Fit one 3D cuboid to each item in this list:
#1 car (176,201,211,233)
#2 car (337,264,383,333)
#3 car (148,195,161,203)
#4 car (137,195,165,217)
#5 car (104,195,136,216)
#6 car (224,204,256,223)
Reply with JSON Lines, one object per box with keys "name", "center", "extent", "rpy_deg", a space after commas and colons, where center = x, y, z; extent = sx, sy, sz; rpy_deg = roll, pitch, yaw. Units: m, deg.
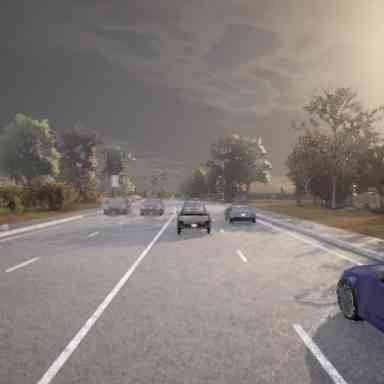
{"name": "car", "center": [0.105, 1.496, 19.501], "extent": [2.128, 1.511, 4.902], "rpy_deg": [0, 0, 0]}
{"name": "car", "center": [3.603, 1.526, 4.273], "extent": [1.812, 1.442, 4.674], "rpy_deg": [0, 0, 0]}
{"name": "car", "center": [-8.256, 1.495, 72.378], "extent": [2.033, 1.411, 5.357], "rpy_deg": [0, 0, -14]}
{"name": "car", "center": [-3.697, 1.358, 31.821], "extent": [2.097, 1.767, 4.553], "rpy_deg": [0, 0, -1]}
{"name": "car", "center": [-7.214, 1.358, 32.760], "extent": [2.097, 1.767, 4.553], "rpy_deg": [0, 0, -1]}
{"name": "car", "center": [3.589, 1.569, 25.365], "extent": [1.994, 1.385, 4.181], "rpy_deg": [0, 0, 0]}
